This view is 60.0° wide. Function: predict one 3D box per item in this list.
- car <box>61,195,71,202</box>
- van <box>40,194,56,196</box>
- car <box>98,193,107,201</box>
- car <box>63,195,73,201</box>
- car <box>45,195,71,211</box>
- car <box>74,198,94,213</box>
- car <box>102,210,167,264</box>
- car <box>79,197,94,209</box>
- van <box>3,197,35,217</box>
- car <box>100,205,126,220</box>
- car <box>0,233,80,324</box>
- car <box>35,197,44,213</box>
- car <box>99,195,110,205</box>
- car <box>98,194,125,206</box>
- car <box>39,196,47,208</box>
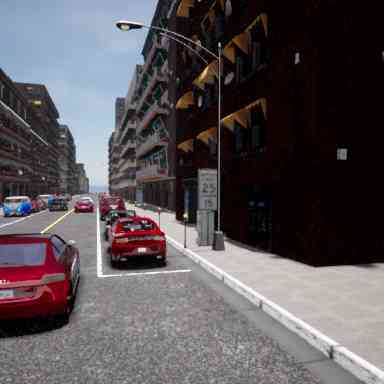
[{"bbox_3d":[-30.234,1.428,79.996,1.967,1.590,4.097,-1,0,-16],"label":"car"},{"bbox_3d":[-20.895,1.326,47.322,1.690,1.788,3.998,-1,0,-16],"label":"van"},{"bbox_3d":[-23.722,1.311,87.711,2.192,1.841,5.009,-1,0,-16],"label":"car"},{"bbox_3d":[-31.786,1.555,85.443,1.947,1.339,4.313,-1,0,-16],"label":"car"},{"bbox_3d":[-16.049,1.492,40.118,1.837,1.490,4.892,0,0,-16],"label":"car"},{"bbox_3d":[-12.073,1.553,37.328,1.994,1.385,4.181,0,0,-15],"label":"car"},{"bbox_3d":[-2.061,1.542,11.789,1.887,1.381,4.507,-1,0,-16],"label":"car"},{"bbox_3d":[-14.883,1.515,46.987,1.812,1.442,4.674,0,0,-16],"label":"car"},{"bbox_3d":[-16.219,1.327,30.985,1.690,1.788,3.998,-1,0,-16],"label":"van"},{"bbox_3d":[-3.520,1.562,16.907,1.947,1.339,4.313,-1,0,-16],"label":"car"},{"bbox_3d":[-3.507,1.561,7.091,1.994,1.385,4.181,0,0,-16],"label":"car"},{"bbox_3d":[-17.770,1.567,36.432,1.802,1.307,4.206,-1,0,-16],"label":"car"},{"bbox_3d":[-15.952,1.431,60.479,1.967,1.590,4.097,-1,0,-16],"label":"car"},{"bbox_3d":[-6.631,1.308,27.798,2.192,1.841,5.009,-1,0,-16],"label":"car"},{"bbox_3d":[-19.327,1.567,41.878,1.802,1.307,4.206,-1,0,-16],"label":"car"}]
